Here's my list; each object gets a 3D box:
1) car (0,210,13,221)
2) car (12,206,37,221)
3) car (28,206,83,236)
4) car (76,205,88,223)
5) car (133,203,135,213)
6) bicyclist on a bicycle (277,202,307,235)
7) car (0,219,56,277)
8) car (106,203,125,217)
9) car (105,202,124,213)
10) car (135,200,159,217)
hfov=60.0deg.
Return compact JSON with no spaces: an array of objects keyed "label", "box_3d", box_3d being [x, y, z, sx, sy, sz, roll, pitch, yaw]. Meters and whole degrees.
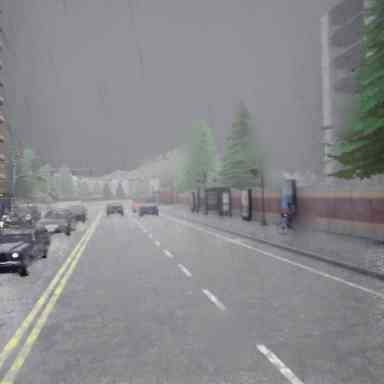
[{"label":"car","box_3d":[-10.920,1.896,16.539,2.128,1.511,4.902,-1,-1,-14]},{"label":"car","box_3d":[-13.215,1.894,26.059,2.097,1.767,4.553,-1,-1,-14]},{"label":"car","box_3d":[-8.338,1.872,20.755,2.128,1.511,4.902,-1,-1,-14]},{"label":"car","box_3d":[-10.753,2.003,30.829,1.882,1.535,5.008,-1,-1,-14]},{"label":"car","box_3d":[-7.120,1.927,46.276,2.097,1.767,4.553,-1,-1,-13]},{"label":"bicyclist on a bicycle","box_3d":[4.984,1.329,16.605,1.656,1.620,0.582,-2,0,-14]},{"label":"car","box_3d":[-5.958,1.838,10.905,1.895,1.301,4.718,-1,-1,-14]},{"label":"car","box_3d":[-8.982,2.060,38.971,1.837,1.490,4.892,-1,-1,-13]},{"label":"car","box_3d":[-11.395,2.244,48.595,2.033,1.411,5.357,-1,-1,-20]},{"label":"car","box_3d":[-4.938,1.922,37.317,1.882,1.535,5.008,-1,-1,-14]}]
